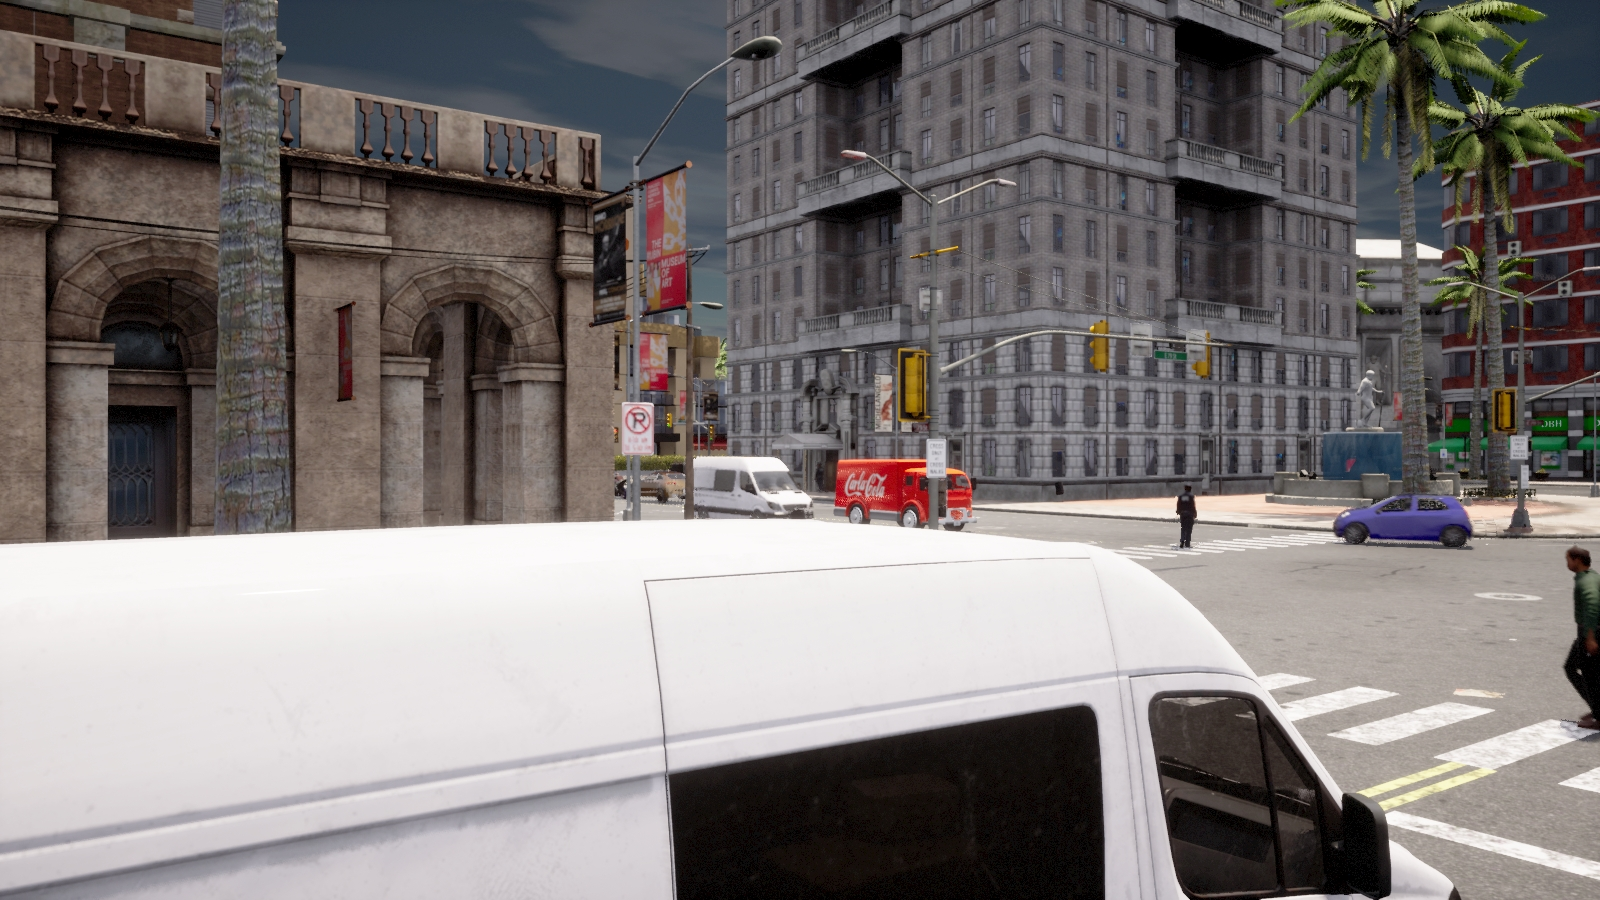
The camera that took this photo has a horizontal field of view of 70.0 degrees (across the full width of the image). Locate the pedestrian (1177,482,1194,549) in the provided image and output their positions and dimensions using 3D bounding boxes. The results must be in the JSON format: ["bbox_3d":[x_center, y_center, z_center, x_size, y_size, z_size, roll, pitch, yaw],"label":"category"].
[{"bbox_3d":[10.845,1.838,32.138,0.375,1.860,0.375,0,0,37],"label":"pedestrian"}]

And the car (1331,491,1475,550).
[{"bbox_3d":[17.650,2.024,33.499,3.633,1.501,1.845,0,1,29],"label":"car"}]

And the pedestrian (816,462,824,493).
[{"bbox_3d":[1.233,1.680,69.863,0.375,1.860,0.375,0,0,-38],"label":"pedestrian"}]

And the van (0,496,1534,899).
[{"bbox_3d":[0.019,1.533,3.806,5.915,2.561,1.988,0,0,-35],"label":"van"}]

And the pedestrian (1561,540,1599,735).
[{"bbox_3d":[7.826,1.843,11.348,0.375,1.860,0.375,0,0,-44],"label":"pedestrian"}]

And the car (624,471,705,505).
[{"bbox_3d":[-7.297,1.980,61.103,2.152,1.651,5.027,0,0,-36],"label":"car"}]

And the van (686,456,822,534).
[{"bbox_3d":[-1.774,1.525,41.182,1.988,2.561,5.915,0,0,-35],"label":"van"}]

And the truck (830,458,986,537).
[{"bbox_3d":[3.647,1.555,39.545,2.627,2.467,5.204,0,0,-35],"label":"truck"}]
